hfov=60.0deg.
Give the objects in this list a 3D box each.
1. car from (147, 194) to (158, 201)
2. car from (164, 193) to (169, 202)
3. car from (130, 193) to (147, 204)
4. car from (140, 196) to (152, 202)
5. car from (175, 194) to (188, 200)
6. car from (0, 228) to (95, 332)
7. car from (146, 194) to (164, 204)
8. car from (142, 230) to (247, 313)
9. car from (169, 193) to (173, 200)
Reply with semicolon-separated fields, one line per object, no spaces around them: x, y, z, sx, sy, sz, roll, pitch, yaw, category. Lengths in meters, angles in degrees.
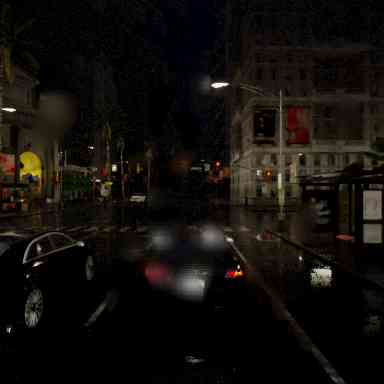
-10.326;1.355;86.733;2.097;1.767;4.553;0;0;3;car
-7.108;1.355;75.976;2.097;1.767;4.553;0;0;0;car
-10.625;1.220;65.271;2.150;2.045;5.566;0;0;0;car
-10.609;1.540;76.503;2.033;1.411;5.357;0;0;0;car
-2.490;1.478;91.316;1.882;1.535;5.008;0;0;13;car
-3.452;1.492;6.816;2.128;1.511;4.902;0;0;0;car
-7.137;1.564;64.831;1.994;1.385;4.181;0;0;0;car
0.053;1.564;7.749;1.994;1.385;4.181;0;0;0;car
-6.843;1.524;86.497;1.812;1.442;4.674;0;0;6;car
